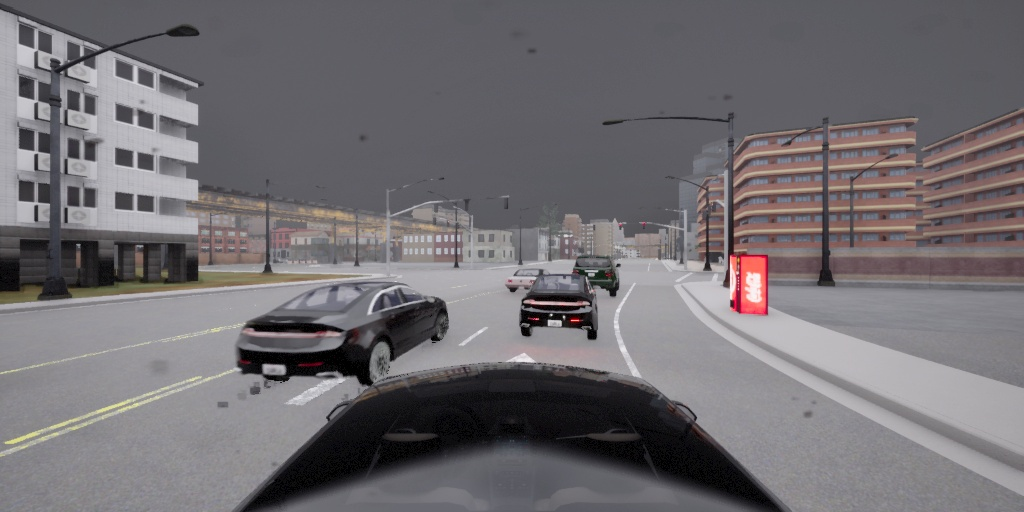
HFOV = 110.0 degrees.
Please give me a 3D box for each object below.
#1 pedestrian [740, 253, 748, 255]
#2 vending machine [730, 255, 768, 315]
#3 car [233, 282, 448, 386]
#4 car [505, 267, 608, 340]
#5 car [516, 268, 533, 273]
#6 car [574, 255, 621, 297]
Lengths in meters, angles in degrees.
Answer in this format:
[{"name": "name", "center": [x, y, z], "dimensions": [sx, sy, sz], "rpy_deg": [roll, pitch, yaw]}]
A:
[{"name": "pedestrian", "center": [8.062, 0.795, 12.481], "dimensions": [0.375, 1.860, 0.375], "rpy_deg": [0, 0, 21]}, {"name": "vending machine", "center": [7.829, 0.945, 11.862], "dimensions": [1.100, 2.100, 0.880], "rpy_deg": [0, 0, 20]}, {"name": "car", "center": [-2.734, 1.243, 7.026], "dimensions": [2.128, 1.511, 4.902], "rpy_deg": [0, 0, 8]}, {"name": "car", "center": [1.450, 1.242, 10.119], "dimensions": [2.128, 1.511, 4.902], "rpy_deg": [0, 0, 13]}, {"name": "car", "center": [1.307, 1.351, 20.538], "dimensions": [1.895, 1.301, 4.718], "rpy_deg": [0, 0, 21]}, {"name": "car", "center": [4.584, 0.971, 19.357], "dimensions": [2.150, 2.045, 5.566], "rpy_deg": [0, 0, 19]}]
